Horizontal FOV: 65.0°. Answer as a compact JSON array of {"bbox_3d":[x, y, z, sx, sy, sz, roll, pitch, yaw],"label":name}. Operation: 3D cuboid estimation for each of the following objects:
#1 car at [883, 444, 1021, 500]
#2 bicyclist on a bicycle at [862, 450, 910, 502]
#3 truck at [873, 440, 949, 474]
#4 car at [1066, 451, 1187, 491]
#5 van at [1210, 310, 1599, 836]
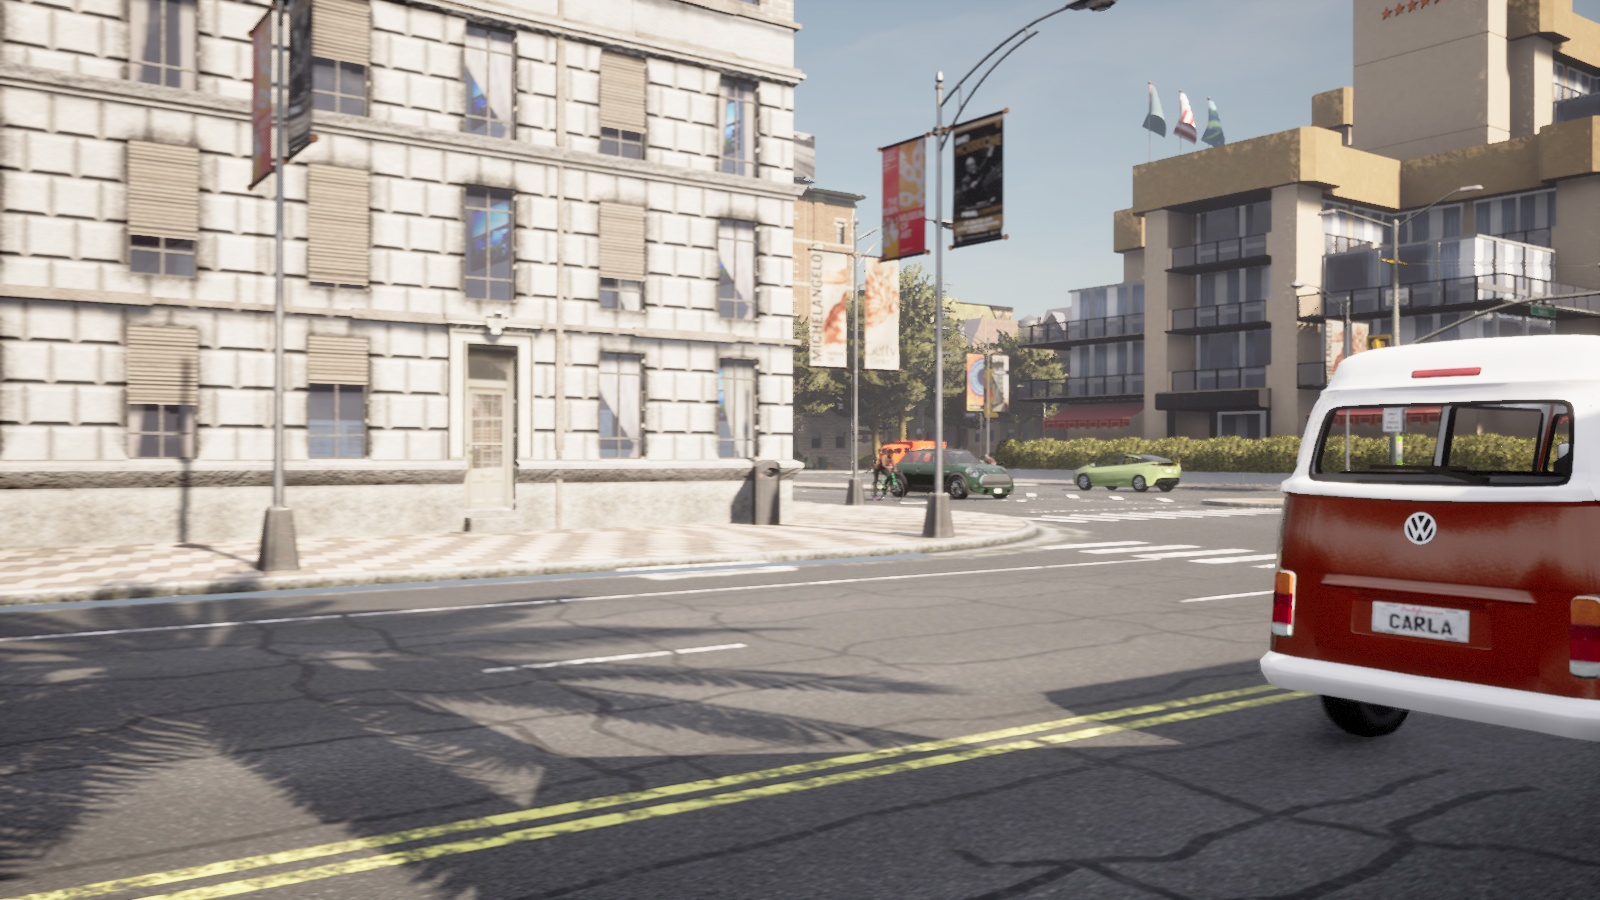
[{"bbox_3d":[5.060,0.710,42.279,2.097,1.767,4.553,0,0,-35],"label":"car"},{"bbox_3d":[2.695,0.801,39.564,0.582,1.620,1.656,0,0,-35],"label":"bicyclist on a bicycle"},{"bbox_3d":[8.272,0.499,93.653,5.204,2.467,2.627,0,0,-36],"label":"truck"},{"bbox_3d":[13.132,0.808,50.777,2.007,1.525,4.514,0,0,-35],"label":"car"},{"bbox_3d":[4.496,0.479,6.777,4.480,2.038,2.069,0,0,-35],"label":"van"}]
